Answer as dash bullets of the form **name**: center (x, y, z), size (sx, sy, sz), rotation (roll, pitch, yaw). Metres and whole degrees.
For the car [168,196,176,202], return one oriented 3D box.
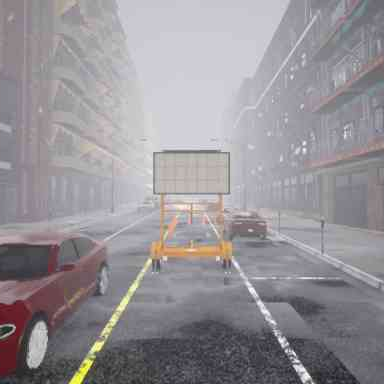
- **car**: center (-5.299, 1.837, 88.834), size (1.947, 1.339, 4.313), rotation (1, 0, 0)

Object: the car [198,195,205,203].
- **car**: center (2.583, 1.688, 61.120), size (1.887, 1.381, 4.507), rotation (1, 0, 0)

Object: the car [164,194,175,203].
- **car**: center (-5.292, 1.531, 77.773), size (2.192, 1.841, 5.009), rotation (1, 0, 0)

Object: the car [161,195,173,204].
- **car**: center (-5.292, 1.506, 72.243), size (2.192, 1.841, 5.009), rotation (1, 0, 0)

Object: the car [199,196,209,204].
- **car**: center (2.593, 1.631, 72.182), size (1.967, 1.590, 4.097), rotation (1, 0, 0)

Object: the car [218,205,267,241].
- **car**: center (2.584, 1.565, 16.874), size (1.887, 1.381, 4.507), rotation (1, 0, 0)

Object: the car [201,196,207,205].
- **car**: center (2.583, 1.637, 44.528), size (2.008, 1.369, 4.403), rotation (1, 0, 0)

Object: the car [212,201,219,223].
- **car**: center (2.584, 1.556, 22.576), size (1.752, 1.417, 4.829), rotation (1, 0, 0)

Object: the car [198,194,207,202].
- **car**: center (2.553, 1.557, 83.245), size (2.192, 1.841, 5.009), rotation (1, 0, 0)

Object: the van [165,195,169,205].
- **van**: center (-5.292, 1.463, 55.650), size (1.690, 1.788, 3.998), rotation (2, 0, 0)

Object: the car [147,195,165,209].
- **car**: center (-5.291, 1.402, 44.592), size (2.192, 1.841, 5.009), rotation (2, 0, 0)

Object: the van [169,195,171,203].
- **van**: center (-5.293, 1.485, 61.182), size (1.690, 1.788, 3.998), rotation (1, 0, 0)

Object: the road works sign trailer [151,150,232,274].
- **road works sign trailer**: center (-0.010, 0.475, 10.556), size (2.380, 3.560, 2.880), rotation (0, 0, 0)

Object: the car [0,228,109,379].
- **car**: center (-2.850, 1.482, 5.771), size (1.882, 1.535, 5.008), rotation (0, 0, 0)

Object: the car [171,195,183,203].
- **car**: center (-2.750, 1.734, 67.645), size (1.994, 1.385, 4.181), rotation (0, 0, 0)

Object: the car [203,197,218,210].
- **car**: center (2.583, 1.616, 38.997), size (1.887, 1.381, 4.507), rotation (1, 0, 0)

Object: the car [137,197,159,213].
- **car**: center (-5.296, 1.596, 38.890), size (1.752, 1.417, 4.829), rotation (2, 0, 0)
